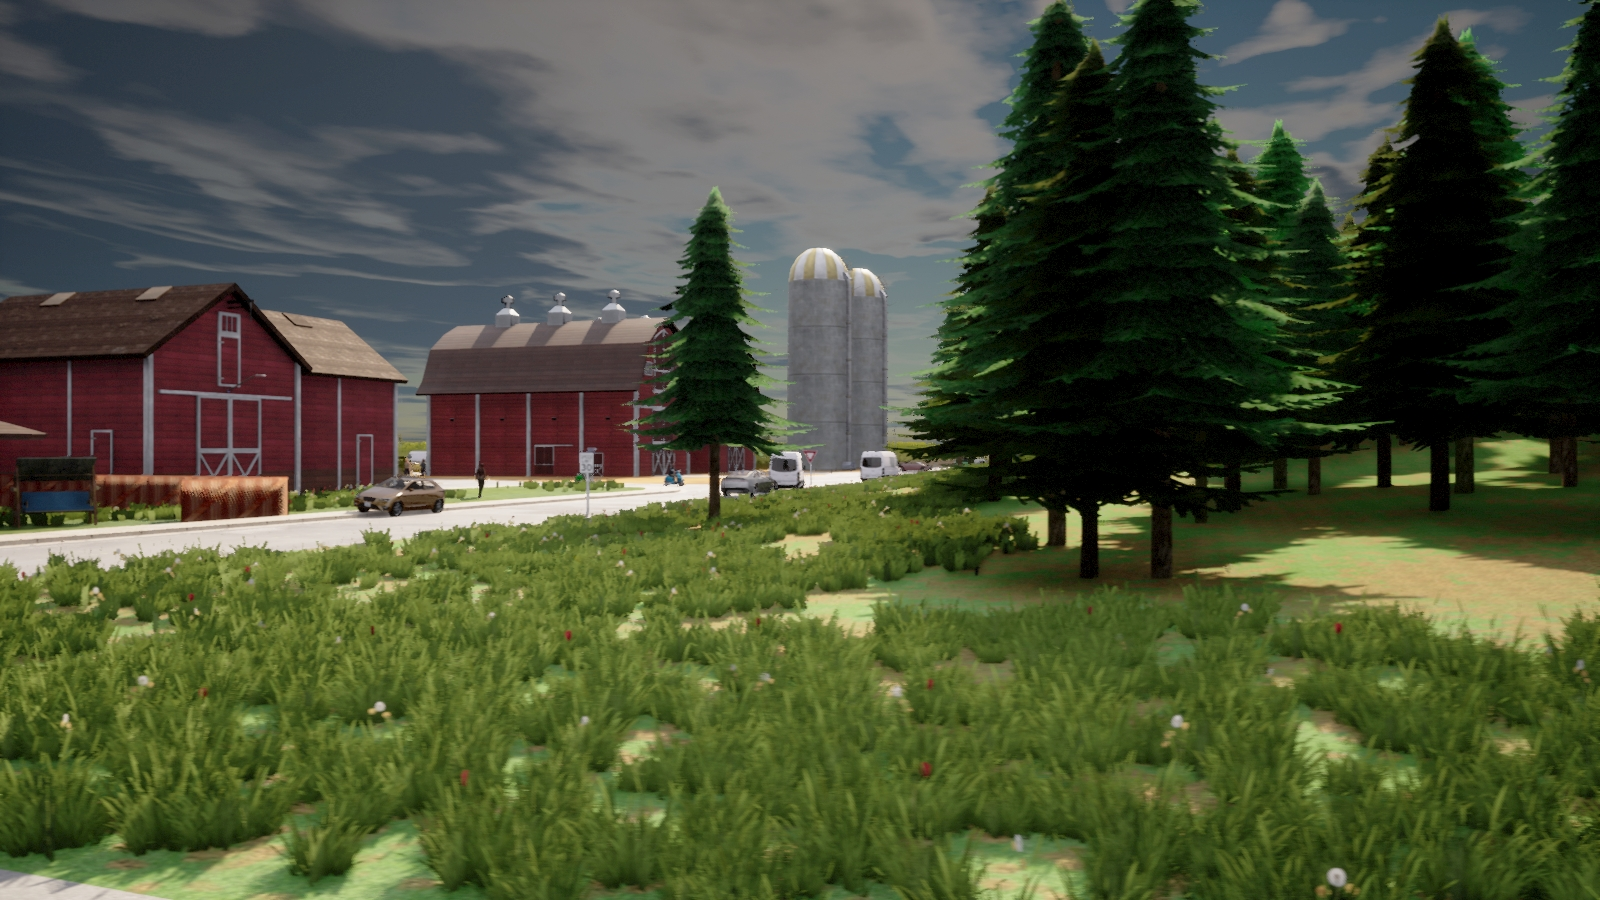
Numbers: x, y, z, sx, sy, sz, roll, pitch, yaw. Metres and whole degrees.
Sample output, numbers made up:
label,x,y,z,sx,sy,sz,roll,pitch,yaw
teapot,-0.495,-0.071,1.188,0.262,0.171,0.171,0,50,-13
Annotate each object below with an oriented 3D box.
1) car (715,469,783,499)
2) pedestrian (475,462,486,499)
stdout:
label,x,y,z,sx,sy,sz,roll,pitch,yaw
car,-2.843,1.897,64.950,2.128,1.511,4.902,0,0,20
pedestrian,-16.141,1.531,57.696,0.375,1.860,0.375,0,0,16
